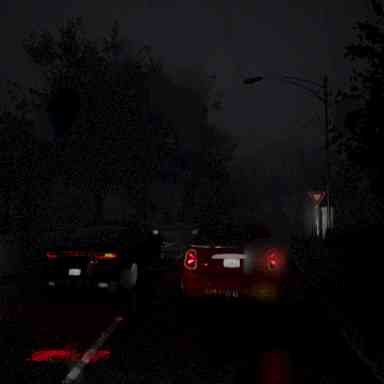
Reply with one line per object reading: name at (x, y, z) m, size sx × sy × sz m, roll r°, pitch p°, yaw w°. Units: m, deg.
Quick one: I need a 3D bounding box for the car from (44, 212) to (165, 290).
car at (-2.098, 1.525, 9.368) m, size 1.882 × 1.535 × 5.008 m, roll -1°, pitch 0°, yaw 8°

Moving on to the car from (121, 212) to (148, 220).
car at (-10.985, 4.701, 63.985) m, size 4.892 × 1.490 × 1.837 m, roll 0°, pitch -5°, yaw -4°

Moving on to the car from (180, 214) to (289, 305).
car at (1.027, 1.368, 8.387) m, size 2.097 × 1.767 × 4.553 m, roll -1°, pitch 0°, yaw 7°

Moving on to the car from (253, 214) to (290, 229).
car at (7.707, 2.754, 31.912) m, size 1.895 × 1.301 × 4.718 m, roll -2°, pitch -4°, yaw 34°
